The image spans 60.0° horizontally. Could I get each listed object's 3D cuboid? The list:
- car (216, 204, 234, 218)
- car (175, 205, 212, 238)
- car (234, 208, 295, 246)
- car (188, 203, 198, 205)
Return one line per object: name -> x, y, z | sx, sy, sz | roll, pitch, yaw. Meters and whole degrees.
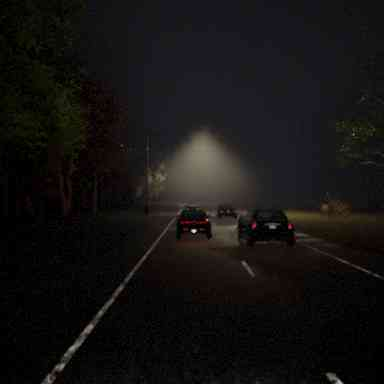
car -> 3.589, 2.012, 35.238 | 2.033, 1.411, 5.357 | 0, -1, 0
car -> 0.100, 1.766, 19.531 | 1.837, 1.490, 4.892 | 0, 0, 0
car -> 3.547, 1.573, 16.670 | 2.097, 1.767, 4.553 | 0, -1, 1
car -> 0.099, 2.075, 40.189 | 2.033, 1.411, 5.357 | 0, -1, 0
